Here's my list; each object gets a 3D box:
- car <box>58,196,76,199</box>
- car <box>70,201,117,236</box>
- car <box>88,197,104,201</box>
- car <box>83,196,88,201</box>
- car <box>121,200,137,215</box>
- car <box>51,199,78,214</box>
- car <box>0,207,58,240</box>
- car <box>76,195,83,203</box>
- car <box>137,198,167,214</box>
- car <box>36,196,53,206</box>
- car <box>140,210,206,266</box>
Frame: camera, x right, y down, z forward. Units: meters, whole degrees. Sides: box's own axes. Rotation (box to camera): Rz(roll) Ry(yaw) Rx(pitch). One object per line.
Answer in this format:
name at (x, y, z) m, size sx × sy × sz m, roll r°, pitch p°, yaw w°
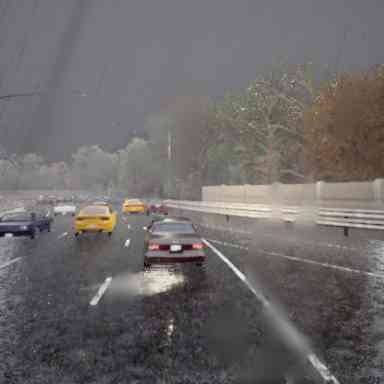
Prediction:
car at (-24.404, 1.526, 63.564) m, size 2.097 × 1.767 × 4.553 m, roll 0°, pitch 0°, yaw -38°
car at (-5.390, 1.528, 18.929) m, size 1.882 × 1.535 × 5.008 m, roll 0°, pitch 0°, yaw -10°
car at (-9.856, 1.619, 35.623) m, size 1.812 × 1.442 × 4.674 m, roll 0°, pitch 0°, yaw -19°
car at (-17.520, 1.664, 59.516) m, size 1.837 × 1.490 × 4.892 m, roll 0°, pitch 0°, yaw -33°
car at (-6.364, 1.559, 35.170) m, size 1.882 × 1.535 × 5.008 m, roll -2°, pitch 1°, yaw -15°
car at (-12.783, 1.699, 33.506) m, size 1.895 × 1.301 × 4.718 m, roll 0°, pitch 0°, yaw -19°
car at (-8.588, 1.658, 17.162) m, size 1.895 × 1.301 × 4.718 m, roll 0°, pitch 0°, yaw -10°
car at (-21.593, 1.576, 65.647) m, size 1.812 × 1.442 × 4.674 m, roll 0°, pitch 0°, yaw -38°
car at (-3.971, 1.423, 34.035) m, size 2.097 × 1.767 × 4.553 m, roll 1°, pitch -1°, yaw -18°
car at (-27.234, 1.556, 61.504) m, size 2.097 × 1.767 × 4.553 m, roll 0°, pitch 0°, yaw -38°
car at (-0.707, 1.565, 11.494) m, size 2.033 × 1.411 × 5.357 m, roll 0°, pitch 0°, yaw -6°
